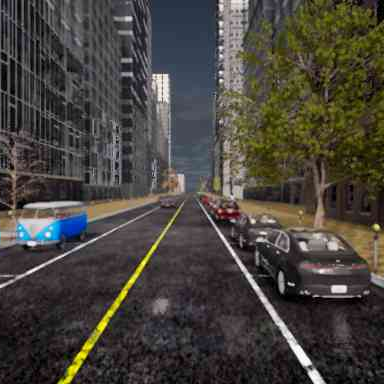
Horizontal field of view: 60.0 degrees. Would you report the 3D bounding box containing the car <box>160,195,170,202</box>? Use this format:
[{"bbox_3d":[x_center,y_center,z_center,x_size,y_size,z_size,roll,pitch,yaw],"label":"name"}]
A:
[{"bbox_3d":[-5.771,1.346,70.869,1.802,1.307,4.206,0,0,0],"label":"car"}]

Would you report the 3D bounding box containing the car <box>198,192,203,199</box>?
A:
[{"bbox_3d":[2.610,1.329,70.871,1.947,1.339,4.313,0,0,0],"label":"car"}]

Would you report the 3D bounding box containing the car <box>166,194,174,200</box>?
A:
[{"bbox_3d":[-5.791,1.254,87.946,1.947,1.339,4.313,0,0,0],"label":"car"}]

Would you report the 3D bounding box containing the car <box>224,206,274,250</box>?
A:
[{"bbox_3d":[2.676,1.517,13.946,2.008,1.369,4.403,0,0,0],"label":"car"}]

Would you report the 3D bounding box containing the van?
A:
[{"bbox_3d":[-5.705,1.309,13.940,1.690,1.788,3.998,0,0,0],"label":"van"}]

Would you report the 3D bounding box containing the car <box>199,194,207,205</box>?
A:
[{"bbox_3d":[2.630,1.379,53.794,1.887,1.381,4.507,0,0,0],"label":"car"}]

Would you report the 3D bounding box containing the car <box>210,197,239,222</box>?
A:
[{"bbox_3d":[2.663,1.372,25.331,1.967,1.590,4.097,0,0,0],"label":"car"}]

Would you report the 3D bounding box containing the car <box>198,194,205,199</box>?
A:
[{"bbox_3d":[2.583,1.226,93.639,1.947,1.339,4.313,0,0,0],"label":"car"}]

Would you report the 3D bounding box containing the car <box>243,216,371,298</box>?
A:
[{"bbox_3d":[2.683,1.532,8.254,2.008,1.369,4.403,0,0,0],"label":"car"}]

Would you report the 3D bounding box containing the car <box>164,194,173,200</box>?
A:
[{"bbox_3d":[-5.784,1.259,82.253,1.887,1.381,4.507,0,0,0],"label":"car"}]

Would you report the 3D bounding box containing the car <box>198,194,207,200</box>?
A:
[{"bbox_3d":[2.597,1.279,82.255,1.947,1.339,4.313,0,0,0],"label":"car"}]

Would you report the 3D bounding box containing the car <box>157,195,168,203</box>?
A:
[{"bbox_3d":[-5.764,1.334,65.175,1.887,1.381,4.507,0,0,0],"label":"car"}]

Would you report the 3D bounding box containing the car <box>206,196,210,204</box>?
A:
[{"bbox_3d":[2.656,1.353,31.023,1.967,1.590,4.097,0,0,0],"label":"car"}]

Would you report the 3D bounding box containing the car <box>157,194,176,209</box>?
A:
[{"bbox_3d":[-3.052,1.418,44.139,2.033,1.411,5.357,0,0,0],"label":"car"}]
